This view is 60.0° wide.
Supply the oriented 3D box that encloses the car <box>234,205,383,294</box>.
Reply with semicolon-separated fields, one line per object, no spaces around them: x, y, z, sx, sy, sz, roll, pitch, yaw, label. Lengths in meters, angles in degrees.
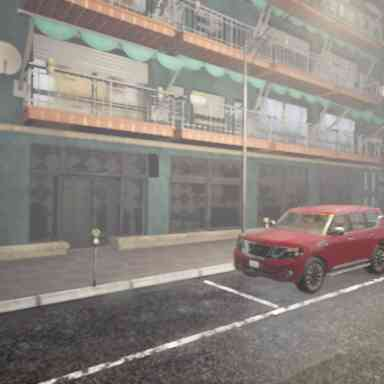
3.463;1.318;9.013;5.009;1.841;2.192;0;1;-35;car
